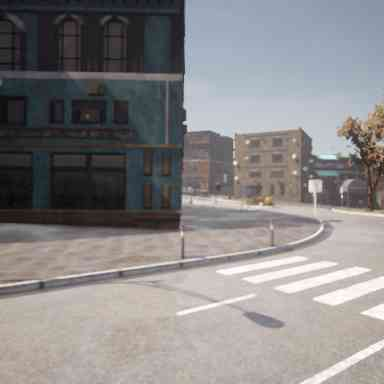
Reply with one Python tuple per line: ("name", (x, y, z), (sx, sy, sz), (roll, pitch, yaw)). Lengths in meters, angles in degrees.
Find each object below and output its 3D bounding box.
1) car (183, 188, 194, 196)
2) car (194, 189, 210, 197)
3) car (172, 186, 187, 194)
("car", (-0.038, -0.060, 69.906), (2.002, 1.452, 4.674), (6, 2, 12))
("car", (2.542, 0.206, 68.315), (2.231, 1.521, 4.892), (6, 2, 12))
("car", (-2.655, -0.407, 71.303), (1.946, 1.575, 5.366), (6, 2, 12))
